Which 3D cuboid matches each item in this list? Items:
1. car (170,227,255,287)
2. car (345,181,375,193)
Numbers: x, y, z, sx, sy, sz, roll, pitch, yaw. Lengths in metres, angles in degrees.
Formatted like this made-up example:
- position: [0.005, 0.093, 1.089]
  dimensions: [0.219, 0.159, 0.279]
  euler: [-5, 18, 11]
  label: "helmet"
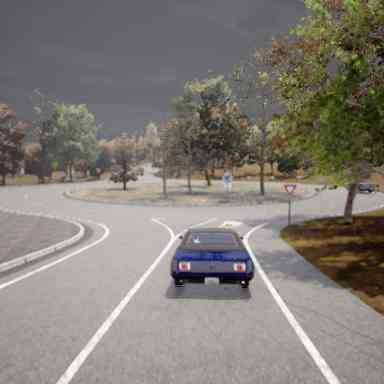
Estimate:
- position: [0.556, 1.664, 9.545]
  dimensions: [1.895, 1.301, 4.718]
  euler: [0, 0, 3]
  label: "car"
- position: [21.108, -0.723, 42.023]
  dimensions: [2.033, 1.411, 5.357]
  euler: [1, 5, 6]
  label: "car"
